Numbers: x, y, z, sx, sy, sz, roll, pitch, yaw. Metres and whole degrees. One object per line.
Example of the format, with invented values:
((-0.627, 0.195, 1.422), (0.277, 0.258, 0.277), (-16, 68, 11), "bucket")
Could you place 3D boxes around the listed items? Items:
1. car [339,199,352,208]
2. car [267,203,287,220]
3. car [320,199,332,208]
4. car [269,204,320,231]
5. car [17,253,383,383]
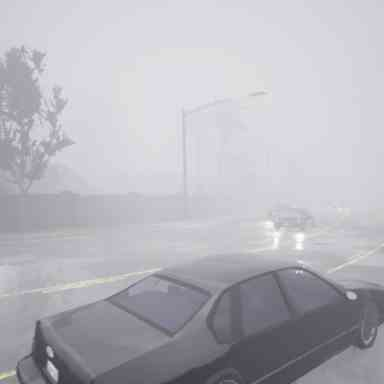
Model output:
((27.094, 2.053, 58.741), (2.128, 1.511, 4.902), (-1, -1, 29), "car")
((8.672, 1.860, 32.340), (2.128, 1.511, 4.902), (-1, -1, 29), "car")
((25.311, 2.146, 62.746), (1.812, 1.442, 4.674), (-1, -1, 29), "car")
((7.054, 1.759, 22.532), (1.812, 1.442, 4.674), (-1, -1, 32), "car")
((0.730, 1.586, 4.466), (5.357, 1.411, 2.033), (0, -1, -39), "car")
